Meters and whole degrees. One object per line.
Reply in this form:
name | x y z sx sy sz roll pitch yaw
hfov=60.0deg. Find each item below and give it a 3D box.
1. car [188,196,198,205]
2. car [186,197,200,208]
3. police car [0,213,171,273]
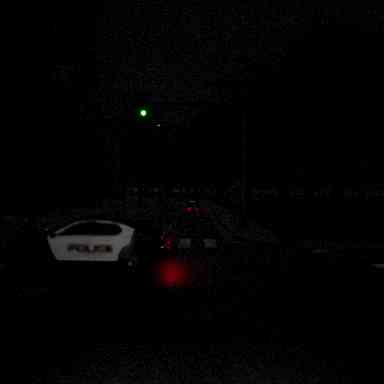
car | 0.172 1.639 62.744 1.882 1.535 5.008 0 0 0
car | 0.165 1.629 52.325 2.128 1.511 4.902 0 0 0
police car | -3.142 1.477 10.174 4.974 1.542 2.038 1 1 1
